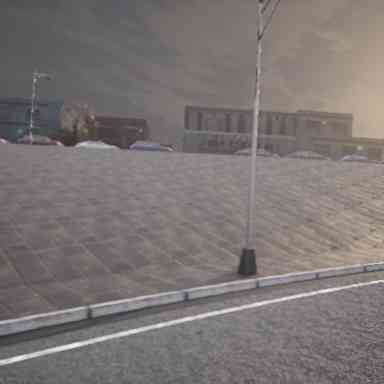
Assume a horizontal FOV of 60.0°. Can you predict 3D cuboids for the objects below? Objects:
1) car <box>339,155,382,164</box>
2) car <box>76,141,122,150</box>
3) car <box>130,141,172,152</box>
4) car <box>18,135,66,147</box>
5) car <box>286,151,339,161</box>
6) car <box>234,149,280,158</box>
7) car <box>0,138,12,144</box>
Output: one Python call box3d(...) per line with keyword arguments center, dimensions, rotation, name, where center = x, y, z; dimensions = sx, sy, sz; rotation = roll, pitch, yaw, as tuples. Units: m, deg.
box3d(center=(17.851, -3.145, 35.544), dimensions=(4.674, 1.452, 2.002), rotation=(3, -2, -3), name="car")
box3d(center=(-9.591, -4.505, 34.362), dimensions=(4.674, 1.452, 2.002), rotation=(3, -2, -2), name="car")
box3d(center=(-4.101, -4.410, 34.579), dimensions=(4.553, 1.767, 2.185), rotation=(3, -2, -2), name="car")
box3d(center=(-15.250, -4.941, 34.148), dimensions=(4.553, 1.767, 2.185), rotation=(3, -2, -2), name="car")
box3d(center=(12.323, -3.483, 35.219), dimensions=(4.892, 1.521, 2.231), rotation=(3, -2, -2), name="car")
box3d(center=(6.814, -3.760, 34.998), dimensions=(4.892, 1.521, 2.231), rotation=(3, -2, -2), name="car")
box3d(center=(-20.760, -5.199, 33.935), dimensions=(4.553, 1.767, 2.185), rotation=(3, -2, -2), name="car")
